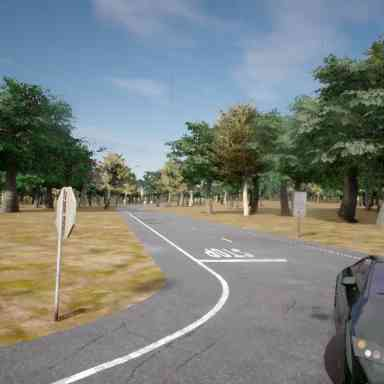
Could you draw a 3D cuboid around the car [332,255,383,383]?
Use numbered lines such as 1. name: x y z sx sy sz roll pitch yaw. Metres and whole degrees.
1. car: 3.076 1.642 4.582 1.994 1.385 4.181 1 -1 22
